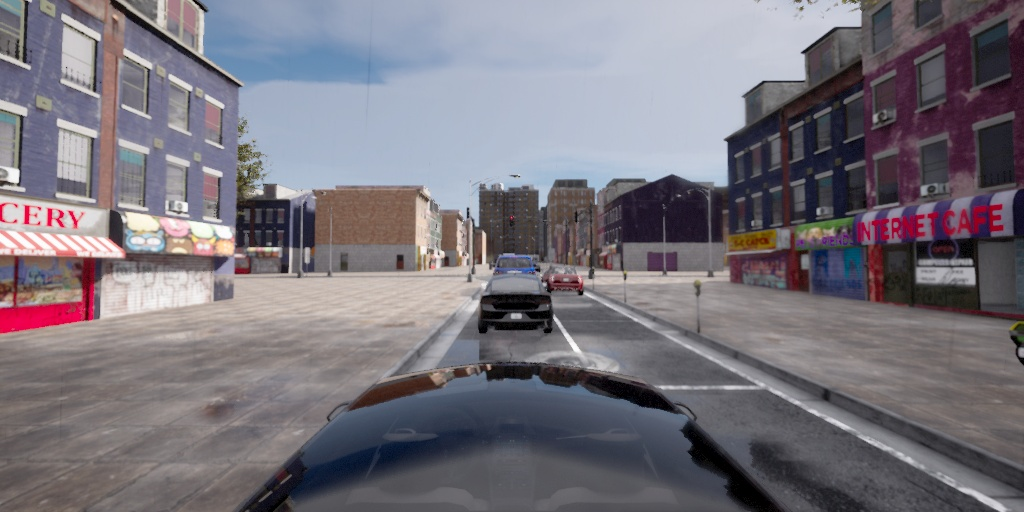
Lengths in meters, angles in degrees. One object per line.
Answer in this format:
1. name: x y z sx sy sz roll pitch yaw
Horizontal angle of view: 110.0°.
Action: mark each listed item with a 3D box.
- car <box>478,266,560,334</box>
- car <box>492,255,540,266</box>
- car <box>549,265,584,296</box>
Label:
1. car: 0.069 1.234 10.689 1.882 1.535 5.008 0 0 -1
2. car: 0.116 0.992 19.002 2.150 2.045 5.566 0 0 0
3. car: 2.665 1.210 19.684 1.967 1.591 4.097 0 0 0
